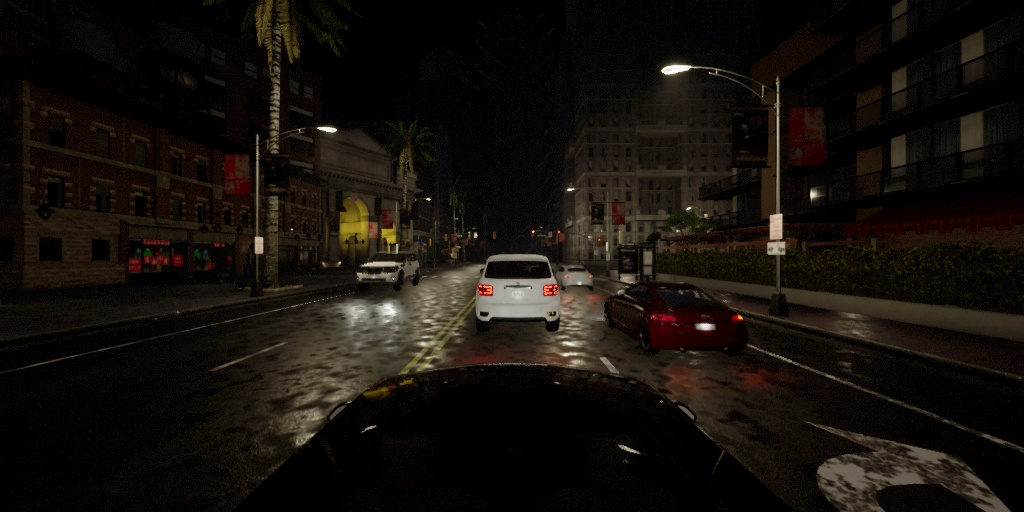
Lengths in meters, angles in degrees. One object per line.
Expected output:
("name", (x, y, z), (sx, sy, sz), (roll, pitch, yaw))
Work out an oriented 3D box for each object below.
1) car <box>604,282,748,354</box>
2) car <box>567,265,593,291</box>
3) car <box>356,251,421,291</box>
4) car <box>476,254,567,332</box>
("car", (3.663, 1.314, 8.791), (1.994, 1.385, 4.181), (0, 0, 0))
("car", (3.725, 1.276, 21.970), (1.812, 1.442, 4.674), (0, 0, 0))
("car", (-6.887, 0.693, 20.652), (2.150, 2.045, 5.566), (0, 0, 0))
("car", (0.157, 0.972, 11.063), (2.150, 2.045, 5.566), (0, 0, 0))
